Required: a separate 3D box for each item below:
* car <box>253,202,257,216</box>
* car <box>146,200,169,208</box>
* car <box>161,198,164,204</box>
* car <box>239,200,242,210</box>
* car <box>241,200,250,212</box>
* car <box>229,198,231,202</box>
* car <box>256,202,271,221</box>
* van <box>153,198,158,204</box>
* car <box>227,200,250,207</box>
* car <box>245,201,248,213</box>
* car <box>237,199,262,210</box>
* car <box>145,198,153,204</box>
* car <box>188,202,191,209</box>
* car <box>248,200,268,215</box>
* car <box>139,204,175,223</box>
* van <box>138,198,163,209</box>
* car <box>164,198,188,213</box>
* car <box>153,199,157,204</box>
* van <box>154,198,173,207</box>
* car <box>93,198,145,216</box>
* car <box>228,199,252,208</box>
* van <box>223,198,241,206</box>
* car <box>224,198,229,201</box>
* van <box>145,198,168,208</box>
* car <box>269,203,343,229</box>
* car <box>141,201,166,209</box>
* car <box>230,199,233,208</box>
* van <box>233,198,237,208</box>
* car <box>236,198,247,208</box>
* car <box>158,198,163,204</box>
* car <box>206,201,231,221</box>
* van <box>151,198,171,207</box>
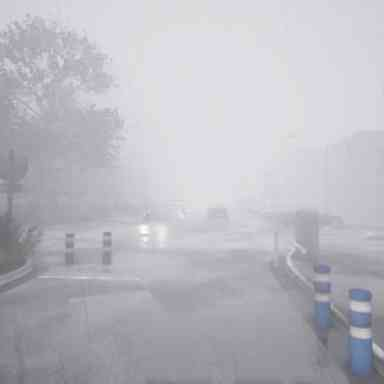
[{"bbox_3d":[8.768,1.979,32.413,4.674,1.452,2.002,1,-1,-17],"label":"car"},{"bbox_3d":[-7.369,2.563,71.378,4.674,1.452,2.002,0,-1,-17],"label":"car"},{"bbox_3d":[-7.703,2.303,59.670,5.366,1.575,1.946,0,-1,-17],"label":"car"},{"bbox_3d":[9.248,2.152,44.127,4.792,1.488,2.163,1,-1,-17],"label":"car"},{"bbox_3d":[9.159,2.078,41.203,4.892,1.521,2.231,1,-1,-18],"label":"car"},{"bbox_3d":[10.143,2.341,64.648,4.553,1.767,2.185,1,-1,-17],"label":"car"},{"bbox_3d":[8.645,1.894,29.483,4.892,1.521,2.231,1,-1,-17],"label":"car"},{"bbox_3d":[-8.245,1.982,53.693,4.442,1.987,1.878,0,-1,-17],"label":"van"},{"bbox_3d":[10.674,2.694,76.372,4.892,1.521,2.231,1,-1,-17],"label":"car"},{"bbox_3d":[9.023,2.071,38.276,4.674,1.452,2.002,1,-1,-17],"label":"car"},{"bbox_3d":[9.411,2.171,47.069,4.892,1.521,2.231,1,-1,-17],"label":"car"},{"bbox_3d":[-8.365,1.986,47.859,4.553,1.767,2.185,0,-1,-18],"label":"car"},{"bbox_3d":[-1.299,2.525,63.914,1.895,1.301,4.718,0,-1,3],"label":"car"},{"bbox_3d":[9.068,1.986,35.407,5.366,1.575,1.946,1,-1,-17],"label":"car"},{"bbox_3d":[-2.989,1.962,29.527,1.895,1.301,4.718,0,-1,5],"label":"car"},{"bbox_3d":[-7.864,2.133,62.520,4.442,1.987,1.878,0,-1,-18],"label":"van"},{"bbox_3d":[-2.112,1.860,46.917,2.150,2.045,5.566,0,-1,3],"label":"car"},{"bbox_3d":[-8.292,2.189,50.779,4.792,1.488,2.163,0,-1,-18],"label":"car"},{"bbox_3d":[-6.873,2.472,80.243,4.442,1.987,1.878,0,-2,-17],"label":"van"},{"bbox_3d":[-8.753,1.721,39.041,5.566,2.045,2.435,0,-1,-17],"label":"car"},{"bbox_3d":[10.589,2.509,73.445,4.553,1.767,2.185,1,-1,-17],"label":"car"},{"bbox_3d":[11.334,2.829,93.914,4.442,1.987,1.878,1,-1,-18],"label":"van"},{"bbox_3d":[10.457,2.328,70.528,5.566,2.045,2.435,1,-1,-17],"label":"car"},{"bbox_3d":[-7.388,2.241,68.480,4.442,1.987,1.878,0,-1,-18],"label":"van"},{"bbox_3d":[8.380,1.801,23.627,4.892,1.521,2.231,1,-1,-18],"label":"car"},{"bbox_3d":[-7.619,2.451,65.490,4.674,1.452,2.002,0,-1,-18],"label":"car"},{"bbox_3d":[9.909,2.363,58.792,5.008,1.535,2.097,1,-1,-17],"label":"car"},{"bbox_3d":[9.682,2.085,55.825,4.442,1.987,1.878,1,-1,-17],"label":"van"},{"bbox_3d":[9.565,2.092,50.007,4.553,1.767,2.185,1,-1,-17],"label":"car"},{"bbox_3d":[-8.000,2.256,56.671,4.892,1.521,2.231,0,-1,-17],"label":"car"},{"bbox_3d":[2.364,1.890,31.435,1.882,1.535,5.008,0,-1,3],"label":"car"},{"bbox_3d":[-7.222,2.413,77.223,4.442,1.987,1.878,0,-1,-18],"label":"van"}]
